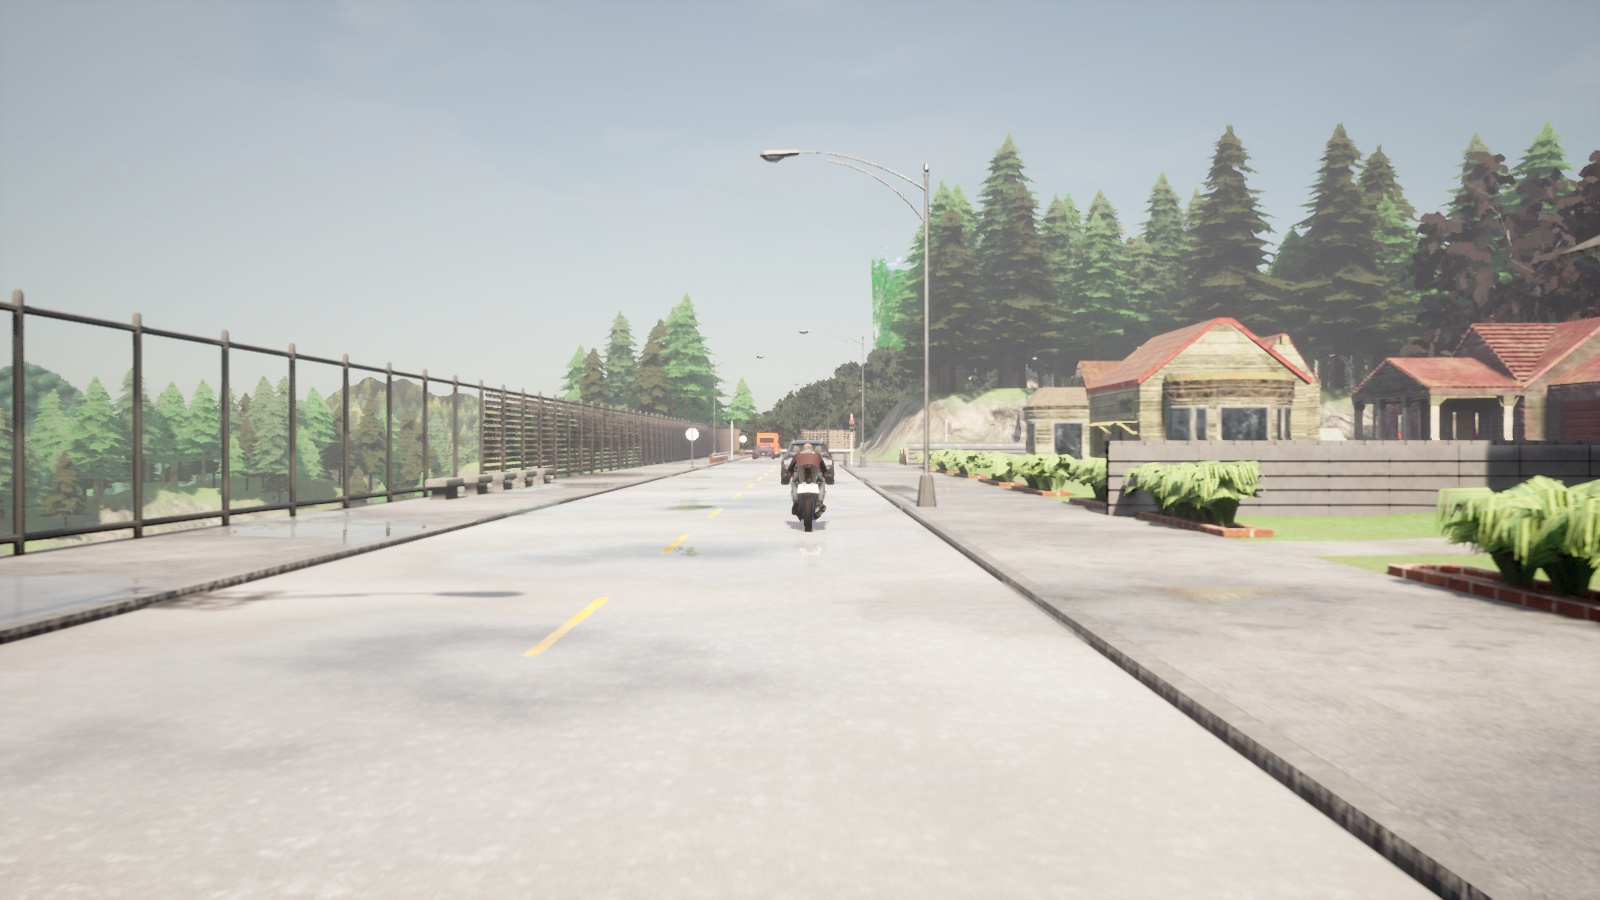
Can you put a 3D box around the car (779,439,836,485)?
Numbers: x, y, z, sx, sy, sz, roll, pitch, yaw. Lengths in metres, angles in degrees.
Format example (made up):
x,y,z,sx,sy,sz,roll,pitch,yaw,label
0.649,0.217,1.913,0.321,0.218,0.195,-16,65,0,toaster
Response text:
x,y,z,sx,sy,sz,roll,pitch,yaw,label
0.282,0.413,46.866,2.033,1.649,4.856,0,0,0,car

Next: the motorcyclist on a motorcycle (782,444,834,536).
x,y,z,sx,sy,sz,roll,pitch,yaw,label
0.141,0.657,22.034,0.866,1.530,2.191,0,0,0,motorcyclist on a motorcycle
